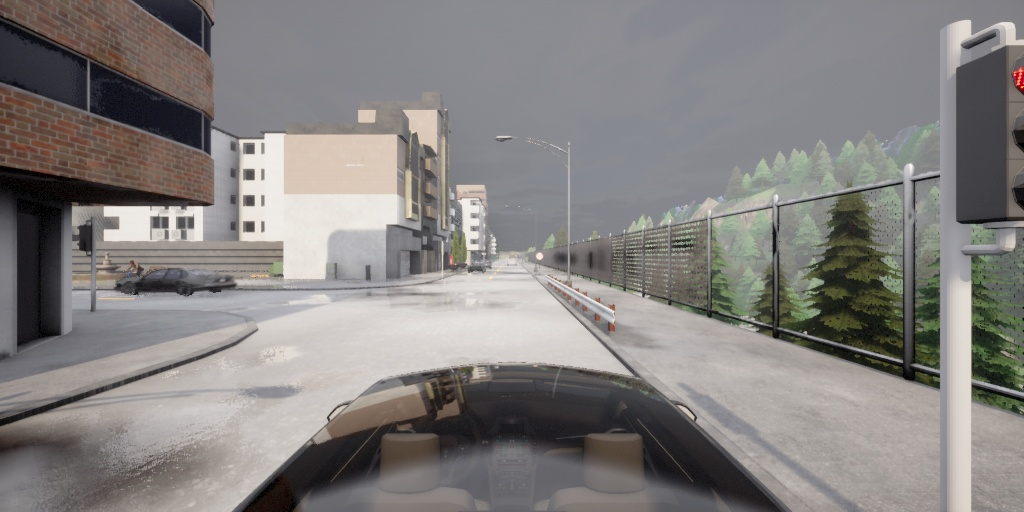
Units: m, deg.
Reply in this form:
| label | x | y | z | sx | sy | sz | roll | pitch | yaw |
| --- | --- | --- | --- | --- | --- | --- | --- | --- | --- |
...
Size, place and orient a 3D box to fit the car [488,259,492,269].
| label | x | y | z | sx | sy | sz | roll | pitch | yaw |
| --- | --- | --- | --- | --- | --- | --- | --- | --- | --- |
| car | -4.090 | 1.242 | 54.926 | 2.128 | 1.511 | 4.902 | 0 | 0 | 0 |

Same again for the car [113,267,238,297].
| label | x | y | z | sx | sy | sz | roll | pitch | yaw |
| --- | --- | --- | --- | --- | --- | --- | --- | --- | --- |
| car | -17.295 | 1.297 | 18.571 | 5.357 | 1.411 | 2.033 | 0 | 0 | 5 |

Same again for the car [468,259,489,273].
| label | x | y | z | sx | sy | sz | roll | pitch | yaw |
| --- | --- | --- | --- | --- | --- | --- | --- | --- | --- |
| car | -4.099 | 1.351 | 42.420 | 1.895 | 1.301 | 4.718 | 0 | 0 | 0 |

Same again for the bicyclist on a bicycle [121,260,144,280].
| label | x | y | z | sx | sy | sz | roll | pitch | yaw |
| --- | --- | --- | --- | --- | --- | --- | --- | --- | --- |
| bicyclist on a bicycle | -24.284 | 1.099 | 23.067 | 0.582 | 1.620 | 1.656 | 0 | 0 | 0 |
